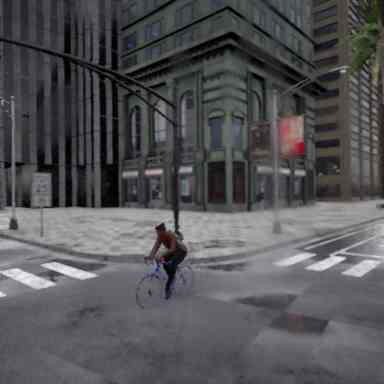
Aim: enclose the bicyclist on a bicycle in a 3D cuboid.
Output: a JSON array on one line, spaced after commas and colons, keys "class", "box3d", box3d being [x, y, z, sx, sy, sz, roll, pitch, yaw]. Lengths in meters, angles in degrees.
[{"class": "bicyclist on a bicycle", "box3d": [-0.500, 1.456, 6.778, 0.582, 1.620, 1.656, -1, 0, 42]}]
